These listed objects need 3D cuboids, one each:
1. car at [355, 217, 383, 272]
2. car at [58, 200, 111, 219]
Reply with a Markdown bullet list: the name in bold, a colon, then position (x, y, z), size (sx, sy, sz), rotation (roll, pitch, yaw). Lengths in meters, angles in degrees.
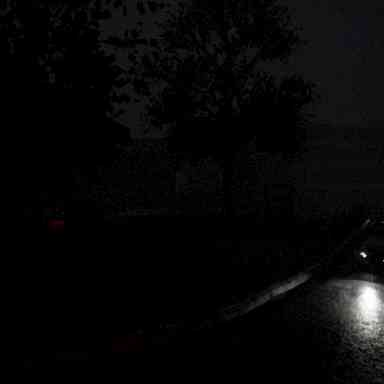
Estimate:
- **car**: position (6.399, 1.504, 10.228), size (2.033, 1.411, 5.357), rotation (0, 0, 34)
- **car**: position (-9.238, 1.455, 29.036), size (2.128, 1.511, 4.902), rotation (0, 0, 31)
